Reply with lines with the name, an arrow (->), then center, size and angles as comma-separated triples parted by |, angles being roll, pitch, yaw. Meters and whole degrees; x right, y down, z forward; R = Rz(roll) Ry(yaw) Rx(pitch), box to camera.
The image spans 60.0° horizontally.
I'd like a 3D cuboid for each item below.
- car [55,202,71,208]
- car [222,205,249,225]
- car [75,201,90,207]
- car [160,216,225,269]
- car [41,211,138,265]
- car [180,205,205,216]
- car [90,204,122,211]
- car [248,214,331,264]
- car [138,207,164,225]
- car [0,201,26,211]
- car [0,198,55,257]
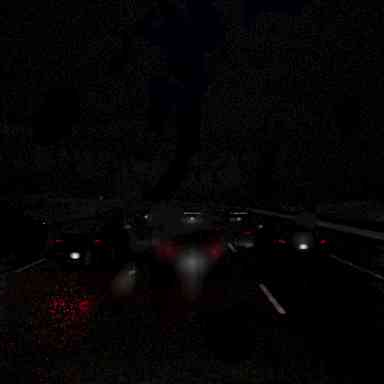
car -> -21.637, 2.298, 55.071 | 1.895, 1.301, 4.718 | 0, -1, -4
car -> 3.544, 1.838, 27.295 | 2.128, 1.511, 4.902 | 0, -1, 1
car -> -18.216, 2.271, 55.878 | 1.994, 1.385, 4.181 | 0, -1, -4
car -> 0.038, 1.750, 11.680 | 1.895, 1.301, 4.718 | 0, -1, 1
car -> -3.456, 1.663, 12.320 | 1.837, 1.490, 4.892 | 0, 0, 1
car -> 0.044, 1.838, 27.290 | 2.128, 1.511, 4.902 | 0, -1, 1
car -> -6.949, 1.880, 27.998 | 1.812, 1.442, 4.674 | 0, 0, 1
car -> 3.546, 1.725, 12.531 | 1.994, 1.385, 4.181 | 0, -1, 1
car -> -3.453, 1.913, 27.488 | 1.994, 1.385, 4.181 | 0, -1, 0
car -> -28.483, 2.159, 52.695 | 2.128, 1.511, 4.902 | 0, -1, -4
car -> -6.969, 1.366, 11.181 | 2.150, 2.045, 5.566 | 0, 0, 1
